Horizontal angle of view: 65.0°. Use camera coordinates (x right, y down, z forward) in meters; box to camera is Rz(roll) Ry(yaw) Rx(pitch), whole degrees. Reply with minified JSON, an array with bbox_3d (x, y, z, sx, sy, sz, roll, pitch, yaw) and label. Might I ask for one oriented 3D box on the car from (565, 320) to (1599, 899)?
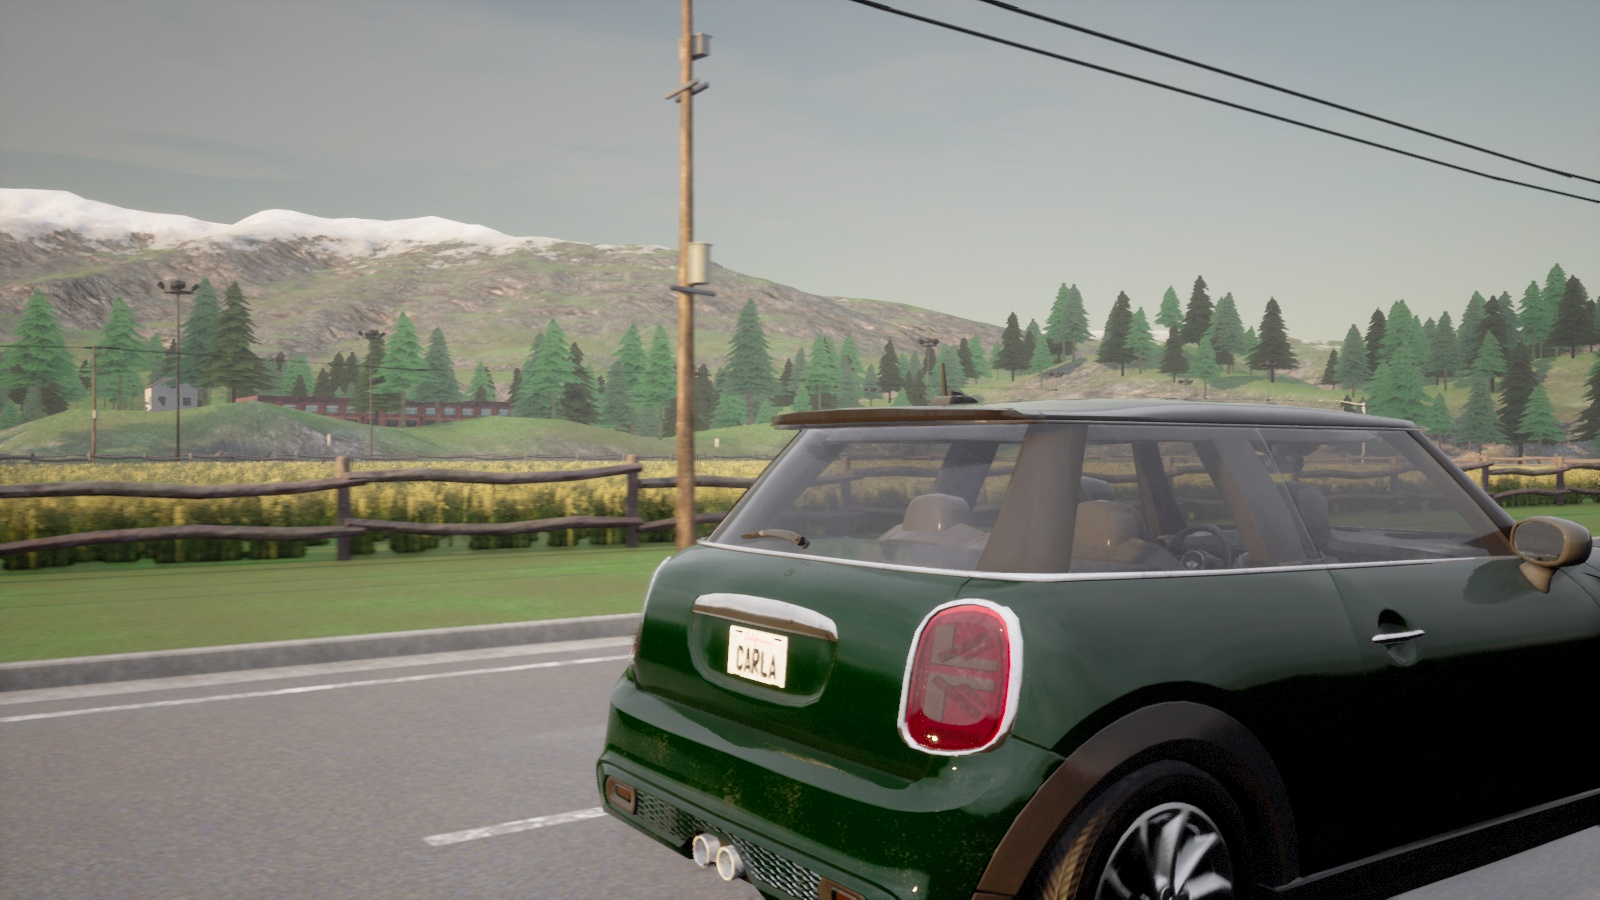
[{"bbox_3d":[1.650,0.612,4.808,4.553,1.767,2.097,0,0,-35],"label":"car"}]
